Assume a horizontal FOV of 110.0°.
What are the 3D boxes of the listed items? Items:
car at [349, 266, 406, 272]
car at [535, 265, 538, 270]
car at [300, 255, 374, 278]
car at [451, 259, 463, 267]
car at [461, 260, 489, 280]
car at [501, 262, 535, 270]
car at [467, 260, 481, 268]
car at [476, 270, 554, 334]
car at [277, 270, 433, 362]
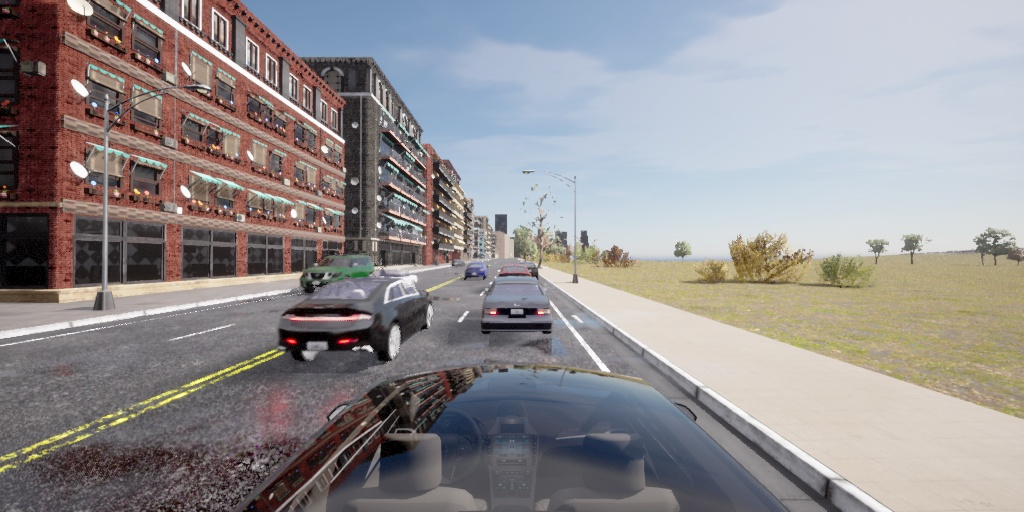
[{"bbox_3d":[-6.555,1.353,19.095,1.895,1.301,4.718,0,0,0],"label":"car"},{"bbox_3d":[1.212,1.232,30.554,1.882,1.535,5.008,0,0,0],"label":"car"},{"bbox_3d":[-9.802,0.974,20.724,2.150,2.045,5.566,0,0,0],"label":"car"},{"bbox_3d":[-9.646,1.243,63.979,2.128,1.511,4.902,0,0,0],"label":"car"},{"bbox_3d":[-3.072,1.279,31.689,1.812,1.442,4.674,0,0,0],"label":"car"},{"bbox_3d":[0.152,1.231,21.117,1.882,1.535,5.008,0,0,0],"label":"car"},{"bbox_3d":[-6.416,1.352,61.471,1.895,1.301,4.718,0,0,1],"label":"car"},{"bbox_3d":[0.122,1.299,10.577,2.033,1.411,5.357,0,0,0],"label":"car"},{"bbox_3d":[-3.137,1.241,8.213,2.128,1.511,4.902,0,0,0],"label":"car"}]
